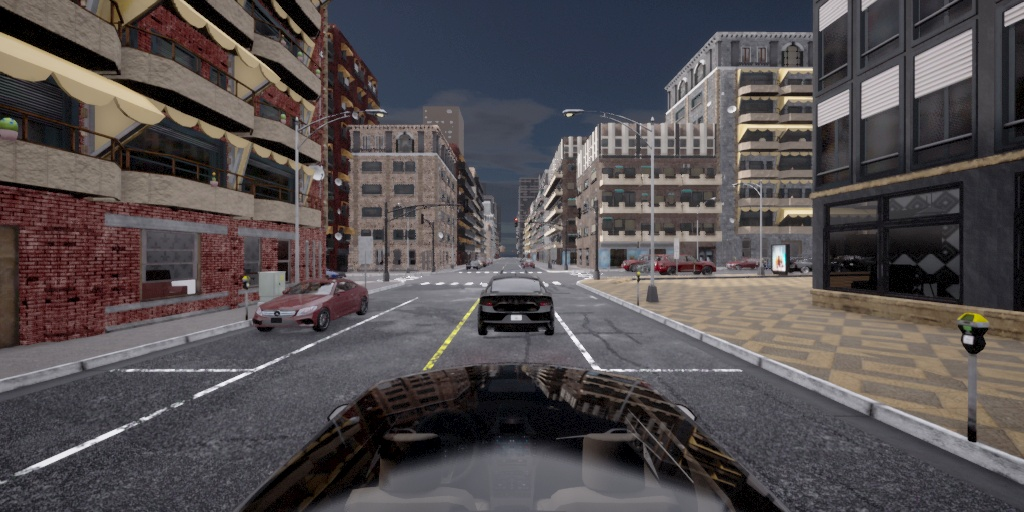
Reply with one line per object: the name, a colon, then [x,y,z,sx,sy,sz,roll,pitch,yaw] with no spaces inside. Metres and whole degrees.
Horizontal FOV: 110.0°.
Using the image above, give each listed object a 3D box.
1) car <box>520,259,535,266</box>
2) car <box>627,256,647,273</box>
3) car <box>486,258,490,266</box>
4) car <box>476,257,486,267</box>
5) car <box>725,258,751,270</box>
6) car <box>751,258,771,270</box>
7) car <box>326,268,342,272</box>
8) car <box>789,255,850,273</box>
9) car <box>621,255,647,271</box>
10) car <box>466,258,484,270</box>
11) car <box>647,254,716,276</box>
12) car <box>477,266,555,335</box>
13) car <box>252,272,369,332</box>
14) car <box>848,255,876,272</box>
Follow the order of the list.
car: [2.708,1.208,58.530,1.967,1.591,4.097,0,0,0]
car: [14.457,1.021,36.585,4.181,1.385,1.994,-1,0,-1]
car: [-5.670,1.086,64.213,2.192,1.841,5.009,0,0,0]
car: [-5.672,1.293,58.361,1.751,1.417,4.829,0,0,0]
car: [25.679,0.824,39.270,4.207,1.307,1.802,0,0,0]
car: [28.121,0.749,36.700,5.357,1.411,2.033,-1,0,0]
car: [-18.278,1.614,33.113,5.357,1.411,2.033,-1,0,-1]
car: [25.812,0.822,30.891,4.313,1.339,1.948,0,0,0]
car: [14.587,0.764,39.177,5.009,1.841,2.192,0,0,0]
car: [-5.674,1.330,52.848,1.948,1.339,4.313,0,0,0]
car: [14.719,0.778,30.798,5.009,1.841,2.192,0,0,0]
car: [0.101,1.228,10.482,1.882,1.535,5.008,0,0,0]
car: [-5.739,1.332,10.825,1.802,1.307,4.207,0,0,0]
car: [31.360,0.718,30.937,4.313,1.339,1.948,0,0,0]
